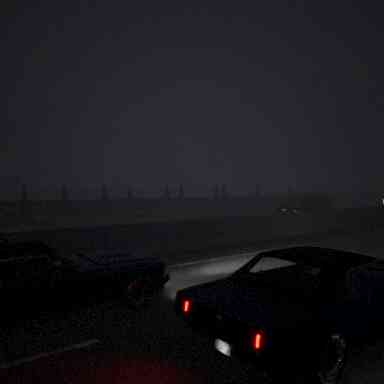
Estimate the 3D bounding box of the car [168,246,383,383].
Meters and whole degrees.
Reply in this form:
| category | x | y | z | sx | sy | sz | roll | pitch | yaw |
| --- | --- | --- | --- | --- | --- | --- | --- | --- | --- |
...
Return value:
| category | x | y | z | sx | sy | sz | roll | pitch | yaw |
| --- | --- | --- | --- | --- | --- | --- | --- | --- | --- |
| car | 2.176 | 1.564 | 5.297 | 4.718 | 1.301 | 1.895 | -1 | 0 | -36 |

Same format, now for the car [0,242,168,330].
| category | x | y | z | sx | sy | sz | roll | pitch | yaw |
| --- | --- | --- | --- | --- | --- | --- | --- | --- | --- |
| car | -2.797 | 1.592 | 6.050 | 4.718 | 1.301 | 1.895 | -1 | 0 | -36 |

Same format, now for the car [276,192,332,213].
| category | x | y | z | sx | sy | sz | roll | pitch | yaw |
| --- | --- | --- | --- | --- | --- | --- | --- | --- | --- |
| car | 9.498 | 1.045 | 27.959 | 5.566 | 2.045 | 2.150 | 0 | 0 | -35 |
